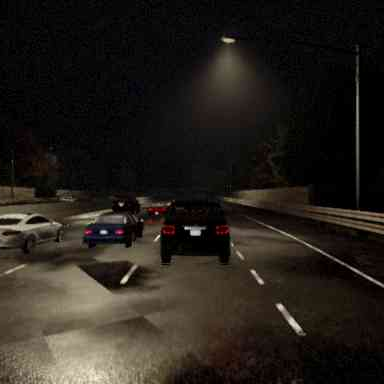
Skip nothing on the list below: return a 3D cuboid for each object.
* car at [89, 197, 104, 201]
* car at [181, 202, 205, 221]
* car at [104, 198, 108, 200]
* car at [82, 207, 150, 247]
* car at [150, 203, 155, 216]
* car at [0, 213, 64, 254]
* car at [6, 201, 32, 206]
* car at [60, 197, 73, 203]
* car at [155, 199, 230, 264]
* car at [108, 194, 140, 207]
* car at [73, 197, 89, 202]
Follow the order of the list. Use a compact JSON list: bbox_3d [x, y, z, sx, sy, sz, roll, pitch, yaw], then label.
[{"bbox_3d":[-20.999,1.757,75.107,1.812,1.442,4.674,0,0,0],"label":"car"},{"bbox_3d":[0.101,1.689,30.405,2.033,1.411,5.357,0,0,0],"label":"car"},{"bbox_3d":[-17.499,1.457,75.079,2.150,2.045,5.566,0,0,0],"label":"car"},{"bbox_3d":[-3.400,1.615,15.315,2.033,1.411,5.357,0,0,0],"label":"car"},{"bbox_3d":[-3.398,1.764,34.486,1.895,1.301,4.718,0,0,0],"label":"car"},{"bbox_3d":[-6.900,1.586,13.692,1.812,1.442,4.674,0,0,0],"label":"car"},{"bbox_3d":[-17.594,1.686,33.679,1.812,1.442,4.674,0,0,0],"label":"car"},{"bbox_3d":[-27.999,1.828,75.077,1.895,1.301,4.718,0,0,0],"label":"car"},{"bbox_3d":[0.100,1.274,12.165,2.150,2.045,5.566,0,0,0],"label":"car"},{"bbox_3d":[-6.902,1.389,35.168,2.150,2.045,5.566,0,0,0],"label":"car"},{"bbox_3d":[-24.499,1.828,75.076,1.895,1.301,4.718,0,0,0],"label":"car"}]
